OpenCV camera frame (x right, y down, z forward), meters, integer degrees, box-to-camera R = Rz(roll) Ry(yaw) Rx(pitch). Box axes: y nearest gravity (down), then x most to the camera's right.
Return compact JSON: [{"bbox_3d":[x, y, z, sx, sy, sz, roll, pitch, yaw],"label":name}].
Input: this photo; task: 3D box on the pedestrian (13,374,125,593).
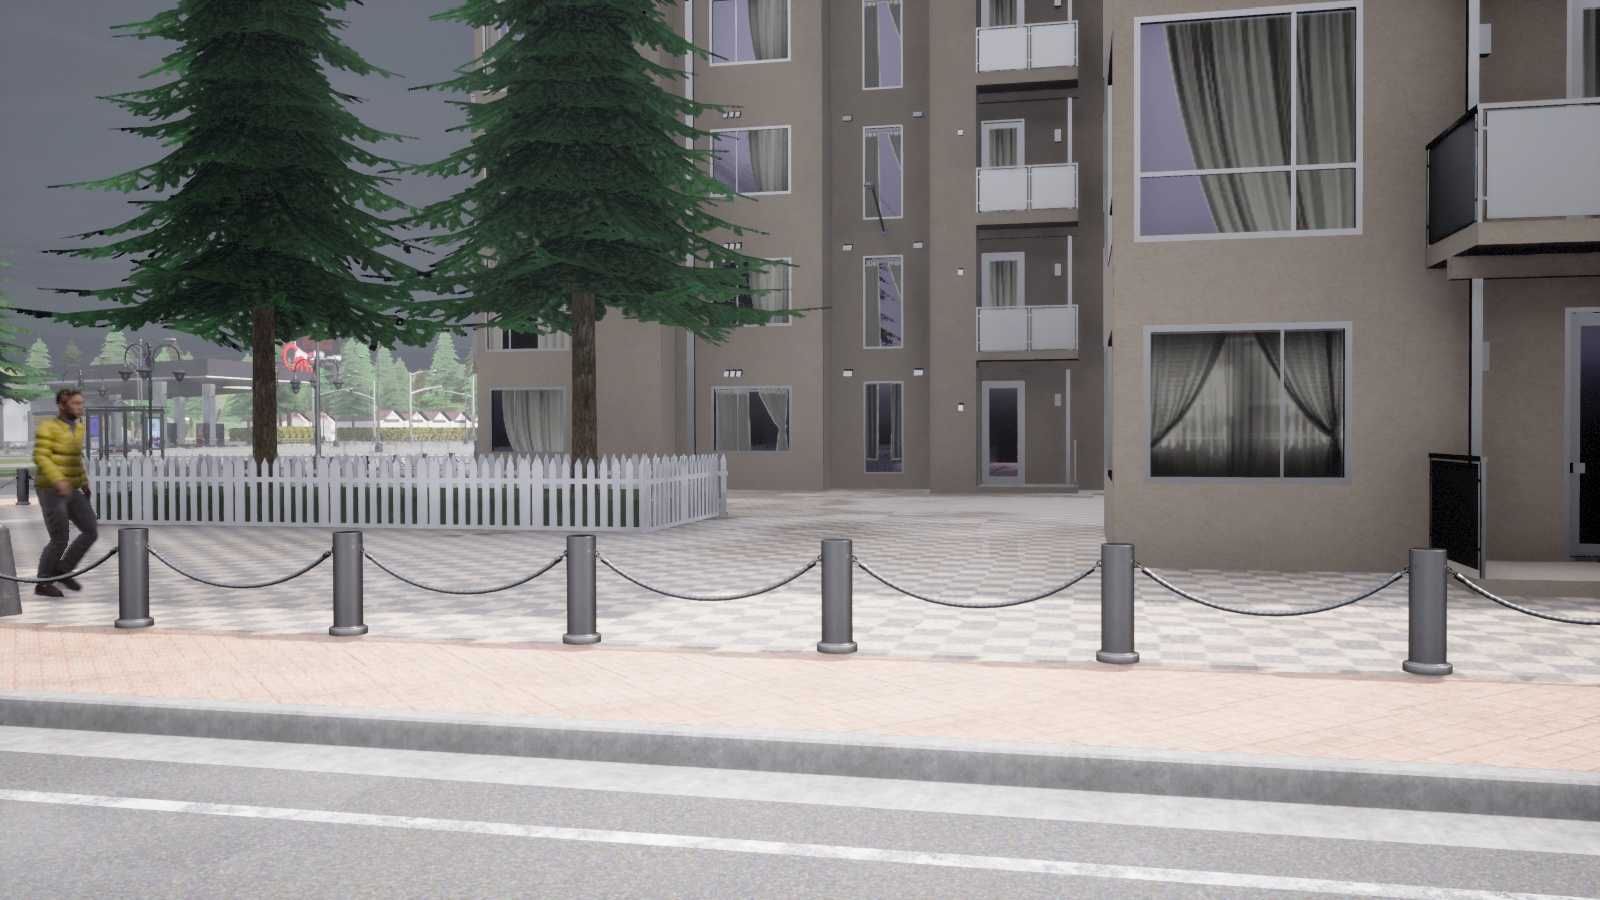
[{"bbox_3d":[-6.271,0.276,10.788,0.709,1.840,0.431,0,1,10],"label":"pedestrian"}]
